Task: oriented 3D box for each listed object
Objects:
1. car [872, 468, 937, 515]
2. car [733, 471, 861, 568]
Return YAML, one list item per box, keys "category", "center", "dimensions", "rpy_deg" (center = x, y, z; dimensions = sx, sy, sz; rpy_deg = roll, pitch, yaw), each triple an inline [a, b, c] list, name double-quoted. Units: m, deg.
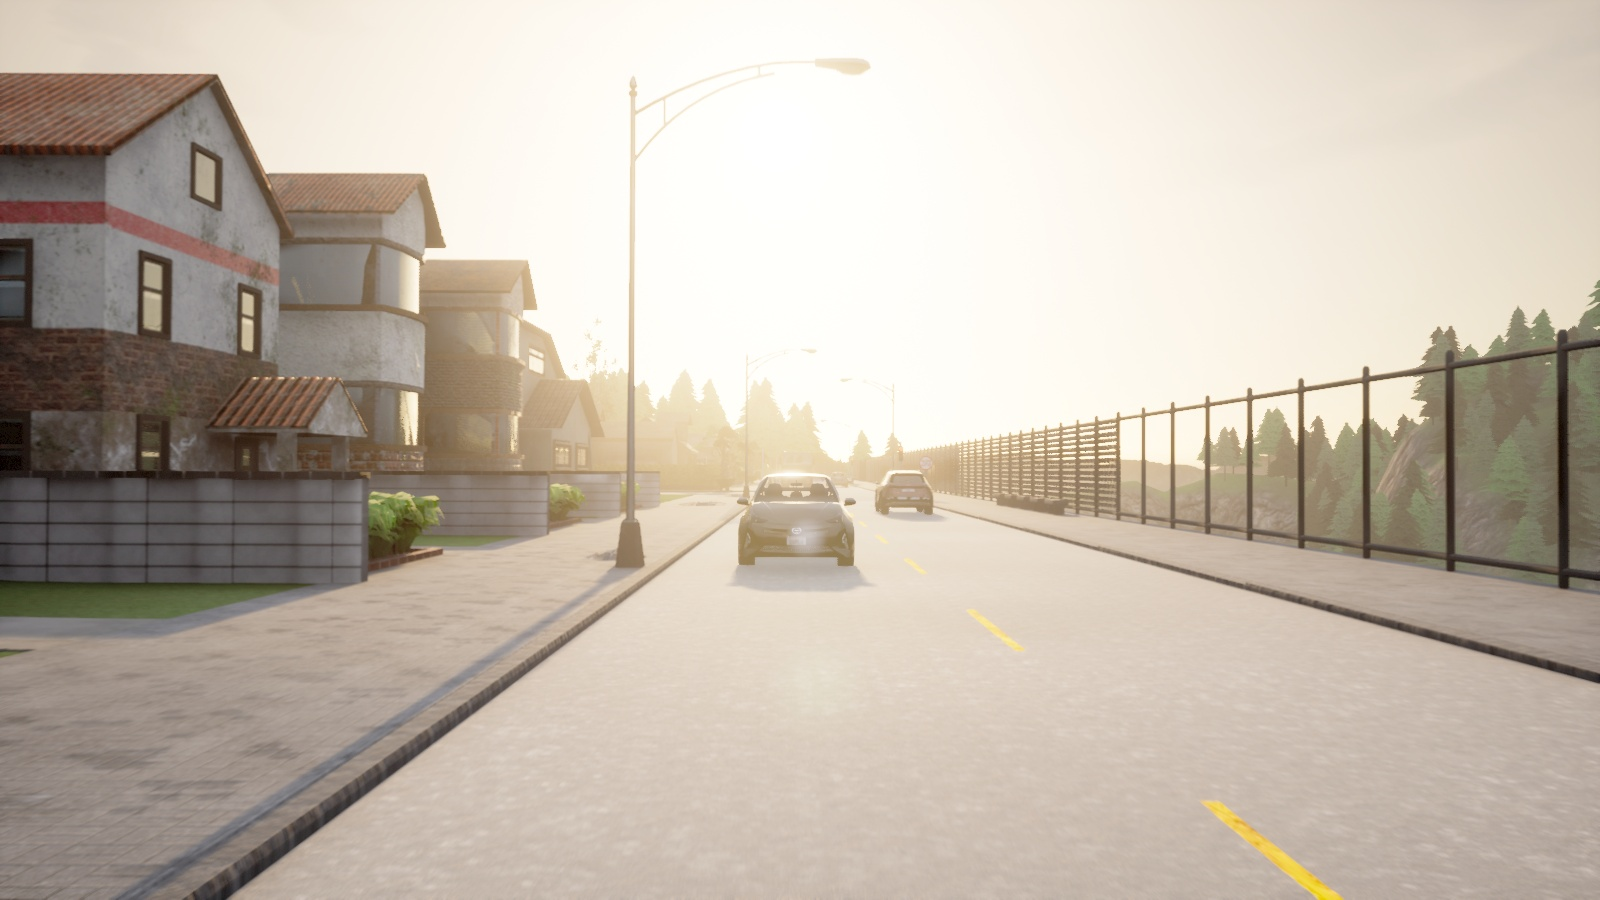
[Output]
- category: "car"
  center: [3.885, 1.523, 47.412]
  dimensions: [2.033, 1.649, 4.856]
  rpy_deg: [0, -1, 0]
- category: "car"
  center: [-0.054, 1.130, 22.013]
  dimensions: [2.007, 1.525, 4.514]
  rpy_deg: [0, -1, 0]
